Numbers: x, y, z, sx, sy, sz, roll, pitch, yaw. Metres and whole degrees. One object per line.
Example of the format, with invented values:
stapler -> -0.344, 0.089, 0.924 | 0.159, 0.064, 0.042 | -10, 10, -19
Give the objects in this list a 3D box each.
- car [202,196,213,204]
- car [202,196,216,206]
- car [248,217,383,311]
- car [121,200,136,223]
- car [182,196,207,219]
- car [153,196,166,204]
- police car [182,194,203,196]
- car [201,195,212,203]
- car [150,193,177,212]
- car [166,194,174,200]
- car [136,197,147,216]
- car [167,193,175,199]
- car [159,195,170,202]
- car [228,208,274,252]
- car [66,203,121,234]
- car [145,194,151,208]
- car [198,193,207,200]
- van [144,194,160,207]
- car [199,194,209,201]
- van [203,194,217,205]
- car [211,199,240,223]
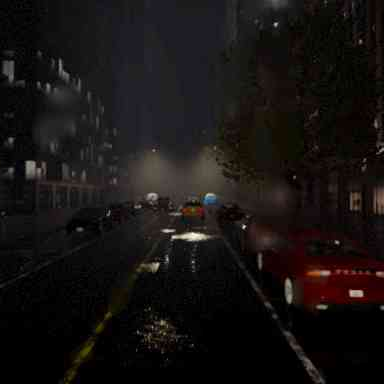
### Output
car -> 2.695, 1.378, 58.756 | 1.802, 1.307, 4.206 | 1, 0, 0
car -> 2.695, 1.371, 53.082 | 2.008, 1.369, 4.403 | 1, 0, 0
car -> 2.697, 1.524, 7.686 | 1.887, 1.381, 4.507 | 1, 0, 0
car -> -5.684, 1.473, 24.731 | 1.887, 1.381, 4.507 | 1, 0, 0
car -> 0.094, 1.373, 28.112 | 1.801, 1.575, 5.366 | 0, 0, 0
car -> -5.686, 1.362, 58.784 | 1.947, 1.339, 4.313 | 1, 0, 0
police car -> 0.051, 1.357, 45.205 | 2.038, 1.542, 4.974 | 0, 0, 0
car -> 2.695, 1.338, 64.429 | 1.947, 1.339, 4.313 | 1, 0, 0
car -> -3.096, 1.235, 37.348 | 2.097, 1.767, 4.553 | 0, 0, 0
car -> -5.687, 1.250, 86.314 | 1.802, 1.307, 4.206 | 1, 0, 0
car -> -5.684, 1.460, 30.408 | 2.008, 1.369, 4.403 | 1, 0, 0
car -> -5.685, 1.078, 91.886 | 1.967, 1.590, 4.097 | 1, 0, 0
car -> -5.686, 1.291, 70.134 | 1.887, 1.381, 4.507 | 1, 0, 0
car -> 2.697, 1.545, 13.359 | 1.802, 1.307, 4.206 | 1, 0, 0
car -> -5.684, 1.512, 19.056 | 1.947, 1.339, 4.313 | 1, 0, 0
car -> -5.684, 1.306, 41.757 | 1.967, 1.590, 4.097 | 1, 0, 0
car -> 2.695, 1.108, 86.282 | 1.967, 1.590, 4.097 | 1, 0, 0
van -> -5.683, 1.184, 47.432 | 1.690, 1.788, 3.998 | 1, 0, 0
car -> 2.694, 1.274, 75.128 | 2.008, 1.369, 4.403 | 1, 0, 0
van -> 2.698, 1.184, 47.406 | 1.690, 1.788, 3.998 | 1, 0, 0
car -> 2.697, 1.473, 24.708 | 1.887, 1.381, 4.507 | 1, 0, 0
